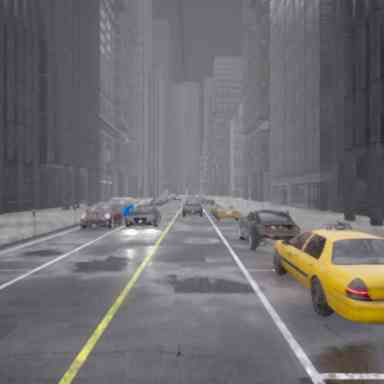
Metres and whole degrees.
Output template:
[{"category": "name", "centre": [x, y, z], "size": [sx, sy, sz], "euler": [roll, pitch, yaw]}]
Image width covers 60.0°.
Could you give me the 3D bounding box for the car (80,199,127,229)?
[{"category": "car", "centre": [-5.759, 1.441, 21.539], "size": [1.967, 1.590, 4.097], "euler": [0, 0, 0]}]

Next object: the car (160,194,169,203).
[{"category": "car", "centre": [-5.754, 1.471, 60.805], "size": [1.967, 1.590, 4.097], "euler": [0, 0, 0]}]

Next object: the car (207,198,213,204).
[{"category": "car", "centre": [2.768, 1.528, 32.934], "size": [1.752, 1.417, 4.829], "euler": [0, 0, 0]}]

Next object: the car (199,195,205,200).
[{"category": "car", "centre": [2.775, 1.606, 94.633], "size": [1.752, 1.417, 4.829], "euler": [0, 0, 0]}]

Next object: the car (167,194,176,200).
[{"category": "car", "centre": [-5.750, 1.395, 94.461], "size": [2.192, 1.841, 5.009], "euler": [0, 0, 0]}]

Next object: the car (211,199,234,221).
[{"category": "car", "centre": [2.767, 1.527, 27.325], "size": [1.752, 1.417, 4.829], "euler": [0, 0, 0]}]

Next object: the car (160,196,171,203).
[{"category": "car", "centre": [-5.752, 1.594, 72.024], "size": [2.008, 1.369, 4.403], "euler": [0, 0, 0]}]

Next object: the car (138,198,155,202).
[{"category": "car", "centre": [-5.757, 1.532, 38.197], "size": [1.752, 1.417, 4.829], "euler": [0, 0, 0]}]

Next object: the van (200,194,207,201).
[{"category": "van", "centre": [2.774, 1.400, 83.246], "size": [1.690, 1.788, 3.998], "euler": [0, 0, 0]}]

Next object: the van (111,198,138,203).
[{"category": "van", "centre": [-5.758, 1.343, 27.148], "size": [1.690, 1.788, 3.998], "euler": [0, 0, 0]}]

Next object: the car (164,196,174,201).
[{"category": "car", "centre": [-5.751, 1.610, 83.242], "size": [2.008, 1.369, 4.403], "euler": [0, 0, 0]}]

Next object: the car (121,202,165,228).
[{"category": "car", "centre": [-3.096, 1.565, 21.901], "size": [1.994, 1.385, 4.181], "euler": [0, 0, 0]}]

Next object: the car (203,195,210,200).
[{"category": "car", "centre": [2.771, 1.575, 55.199], "size": [2.008, 1.369, 4.403], "euler": [0, 0, 0]}]

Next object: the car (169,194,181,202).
[{"category": "car", "centre": [-2.991, 1.125, 62.310], "size": [1.882, 1.535, 5.008], "euler": [0, 0, 0]}]

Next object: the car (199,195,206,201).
[{"category": "car", "centre": [2.775, 1.613, 88.853], "size": [1.887, 1.381, 4.507], "euler": [0, 0, 0]}]

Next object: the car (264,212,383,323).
[{"category": "car", "centre": [3.151, 1.457, 7.396], "size": [1.801, 1.575, 5.366], "euler": [0, 0, 0]}]

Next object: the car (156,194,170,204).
[{"category": "car", "centre": [-5.753, 1.352, 66.414], "size": [2.192, 1.841, 5.009], "euler": [0, 0, 0]}]

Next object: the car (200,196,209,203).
[{"category": "car", "centre": [2.773, 1.625, 72.026], "size": [1.802, 1.307, 4.206], "euler": [0, 0, 0]}]

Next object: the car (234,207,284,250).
[{"category": "car", "centre": [3.148, 1.505, 14.206], "size": [1.837, 1.490, 4.892], "euler": [0, 0, 0]}]

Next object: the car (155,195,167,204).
[{"category": "car", "centre": [-5.754, 1.591, 55.195], "size": [1.947, 1.339, 4.313], "euler": [0, 0, 0]}]

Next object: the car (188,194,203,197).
[{"category": "car", "centre": [0.066, 1.368, 46.970], "size": [2.097, 1.767, 4.553], "euler": [0, 0, 0]}]

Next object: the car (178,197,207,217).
[{"category": "car", "centre": [0.069, 1.495, 31.257], "size": [2.128, 1.511, 4.902], "euler": [0, 0, 0]}]
